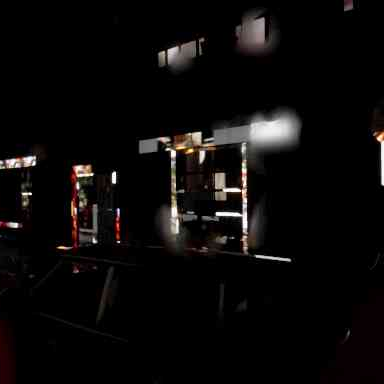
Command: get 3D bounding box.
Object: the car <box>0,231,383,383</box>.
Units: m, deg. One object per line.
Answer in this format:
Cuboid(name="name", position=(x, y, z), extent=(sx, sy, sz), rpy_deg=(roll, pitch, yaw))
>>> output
Cuboid(name="car", position=(-0.329, 1.316, 3.123), extent=(5.009, 1.841, 2.192), rpy_deg=(0, -1, 35))
